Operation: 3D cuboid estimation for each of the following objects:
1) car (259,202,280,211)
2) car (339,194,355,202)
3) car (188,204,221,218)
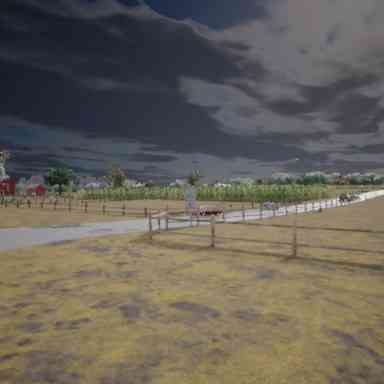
[{"bbox_3d":[12.808,2.334,54.589,2.033,1.411,5.357,-2,-1,36],"label":"car"},{"bbox_3d":[39.243,1.437,85.059,2.150,2.045,5.566,-2,0,36],"label":"car"},{"bbox_3d":[1.482,2.204,39.165,1.882,1.535,5.008,-2,-2,36],"label":"car"}]
